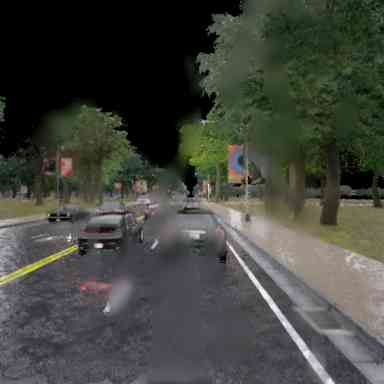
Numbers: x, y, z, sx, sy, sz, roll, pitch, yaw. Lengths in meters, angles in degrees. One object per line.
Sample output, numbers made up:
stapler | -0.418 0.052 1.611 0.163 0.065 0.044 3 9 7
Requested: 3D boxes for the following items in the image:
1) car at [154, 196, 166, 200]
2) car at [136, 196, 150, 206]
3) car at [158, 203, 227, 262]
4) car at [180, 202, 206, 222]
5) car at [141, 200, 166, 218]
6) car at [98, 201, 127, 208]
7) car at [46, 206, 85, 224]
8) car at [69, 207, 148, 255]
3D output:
car | -6.516 1.775 68.455 2.150 2.045 5.566 0 0 0
car | -9.765 1.775 67.148 2.150 2.045 5.566 0 0 0
car | 0.092 1.417 12.512 2.097 1.767 4.553 0 0 0
car | 0.091 1.687 29.027 2.128 1.511 4.902 0 -1 0
car | -3.159 1.730 30.019 1.812 1.442 4.674 0 -1 0
car | -6.605 1.535 27.717 2.097 1.767 4.553 0 -1 0
car | -9.856 1.775 26.723 1.895 1.301 4.718 0 -1 0
car | -3.156 1.578 13.668 1.837 1.490 4.892 0 0 0
